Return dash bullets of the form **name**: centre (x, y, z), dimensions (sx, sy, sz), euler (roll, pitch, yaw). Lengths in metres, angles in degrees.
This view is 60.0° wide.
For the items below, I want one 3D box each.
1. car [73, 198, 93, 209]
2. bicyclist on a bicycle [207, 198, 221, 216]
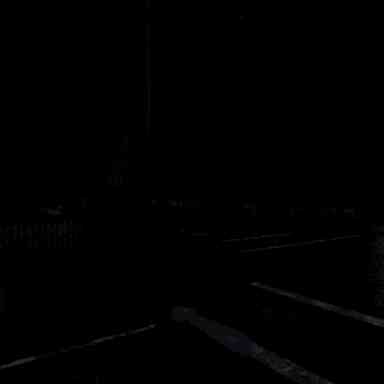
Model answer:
- **car**: centre (-15.173, 1.534, 46.544), dimensions (1.812, 1.442, 4.674), euler (0, 0, -32)
- **bicyclist on a bicycle**: centre (1.960, 1.308, 29.183), dimensions (1.656, 1.620, 0.582), euler (0, 0, -36)
